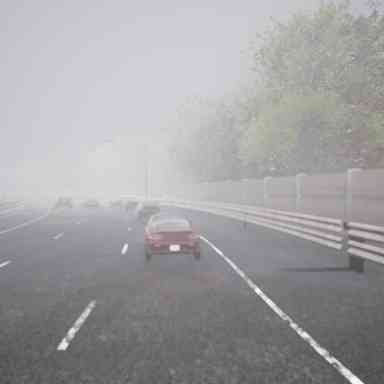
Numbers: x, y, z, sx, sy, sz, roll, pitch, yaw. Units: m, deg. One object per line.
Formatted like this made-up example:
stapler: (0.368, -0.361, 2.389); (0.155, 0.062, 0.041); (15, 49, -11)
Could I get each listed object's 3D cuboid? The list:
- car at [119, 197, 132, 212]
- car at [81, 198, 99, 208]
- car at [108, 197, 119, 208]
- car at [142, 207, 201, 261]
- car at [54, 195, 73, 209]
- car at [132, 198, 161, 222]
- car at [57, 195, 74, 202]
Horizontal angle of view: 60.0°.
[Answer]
car: (-6.616, 1.403, 37.017); (1.882, 1.535, 5.008); (0, 0, -17)
car: (-14.083, 1.496, 45.992); (1.994, 1.385, 4.181); (0, 0, -25)
car: (-10.317, 1.440, 46.322); (1.812, 1.442, 4.674); (0, 0, -25)
car: (-0.821, 1.497, 12.216); (1.812, 1.442, 4.674); (0, 0, -8)
car: (-17.320, 1.300, 44.637); (2.097, 1.767, 4.553); (0, 0, -25)
car: (-3.453, 1.448, 26.121); (1.837, 1.490, 4.892); (0, 0, -14)
car: (-28.266, 1.390, 74.063); (1.882, 1.535, 5.008); (0, 0, -42)
